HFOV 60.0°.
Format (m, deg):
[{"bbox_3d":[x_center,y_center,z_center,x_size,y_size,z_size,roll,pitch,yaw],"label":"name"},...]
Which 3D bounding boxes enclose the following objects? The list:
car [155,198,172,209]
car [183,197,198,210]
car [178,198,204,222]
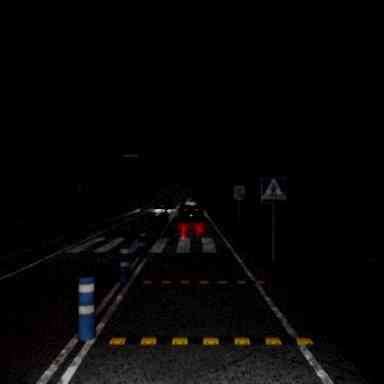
[{"bbox_3d":[-3.673,1.489,42.880,1.994,1.385,4.181,0,0,-1],"label":"car"},{"bbox_3d":[-0.232,1.450,43.068,1.812,1.442,4.674,0,0,-1],"label":"car"},{"bbox_3d":[-0.073,1.463,26.423,2.128,1.511,4.902,0,0,0],"label":"car"}]
